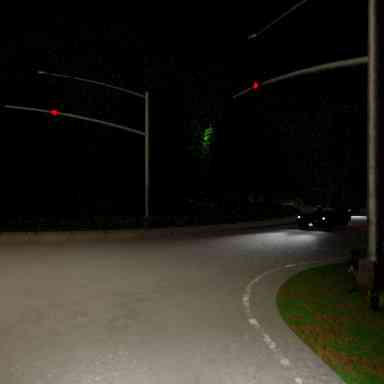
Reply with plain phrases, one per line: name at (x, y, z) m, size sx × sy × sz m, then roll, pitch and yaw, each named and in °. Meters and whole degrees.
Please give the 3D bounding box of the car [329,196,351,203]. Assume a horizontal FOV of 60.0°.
car at (20.789, 1.325, 46.342) m, size 2.097 × 1.767 × 4.553 m, roll 0°, pitch 0°, yaw 3°

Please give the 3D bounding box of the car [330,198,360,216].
car at (15.087, 1.537, 32.557) m, size 1.994 × 1.385 × 4.181 m, roll 0°, pitch 0°, yaw 16°

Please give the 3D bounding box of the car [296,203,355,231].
car at (8.297, 1.574, 20.809) m, size 1.895 × 1.301 × 4.718 m, roll 0°, pitch 0°, yaw 41°

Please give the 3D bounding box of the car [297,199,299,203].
car at (19.634, 1.451, 56.053) m, size 1.882 × 1.535 × 5.008 m, roll 0°, pitch 0°, yaw -16°

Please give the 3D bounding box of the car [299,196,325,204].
car at (17.540, 1.473, 47.845) m, size 1.837 × 1.490 × 4.892 m, roll 0°, pitch 0°, yaw -1°
